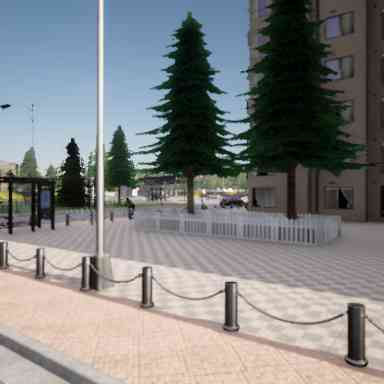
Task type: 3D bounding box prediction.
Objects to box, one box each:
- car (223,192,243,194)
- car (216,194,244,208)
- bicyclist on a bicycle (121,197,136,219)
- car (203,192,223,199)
[{"bbox_3d":[10.297,1.250,84.196,3.633,1.501,1.845,0,0,35],"label":"car"},{"bbox_3d":[5.716,1.419,47.349,1.837,1.490,4.892,0,0,36],"label":"car"},{"bbox_3d":[-4.878,1.228,25.595,1.656,1.620,0.582,0,0,35],"label":"bicyclist on a bicycle"},{"bbox_3d":[5.937,1.237,90.900,3.806,1.475,1.970,0,0,35],"label":"car"}]
